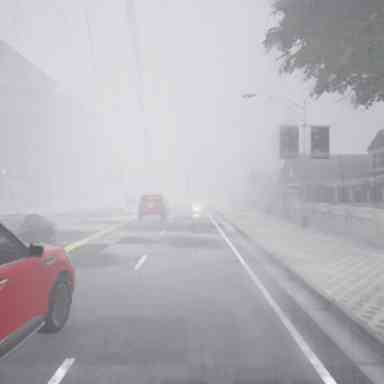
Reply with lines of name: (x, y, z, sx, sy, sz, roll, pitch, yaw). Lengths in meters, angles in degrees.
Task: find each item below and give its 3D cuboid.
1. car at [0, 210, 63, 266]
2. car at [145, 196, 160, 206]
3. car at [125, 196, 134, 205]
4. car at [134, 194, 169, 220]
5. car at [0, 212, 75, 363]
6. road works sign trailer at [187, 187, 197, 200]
car: (-6.598, 1.504, 12.312, 1.812, 1.442, 4.674, 0, 0, 0)
car: (-6.546, 1.384, 55.226, 1.882, 1.535, 5.008, 0, 0, 0)
car: (-9.795, 1.410, 55.096, 1.837, 1.490, 4.892, 0, 0, 0)
car: (-3.158, 1.174, 27.851, 2.150, 2.045, 5.566, 0, 0, 0)
car: (-3.151, 1.215, 3.578, 2.150, 2.045, 5.566, 0, 0, 0)
road works sign trailer: (0.009, 0.318, 86.331, 2.380, 3.560, 2.880, 0, 0, 0)
